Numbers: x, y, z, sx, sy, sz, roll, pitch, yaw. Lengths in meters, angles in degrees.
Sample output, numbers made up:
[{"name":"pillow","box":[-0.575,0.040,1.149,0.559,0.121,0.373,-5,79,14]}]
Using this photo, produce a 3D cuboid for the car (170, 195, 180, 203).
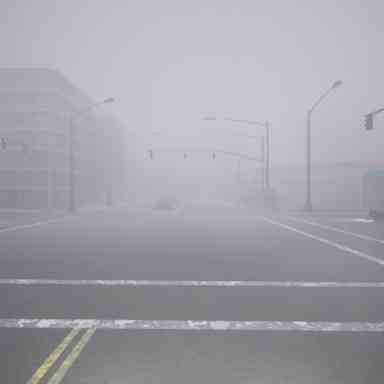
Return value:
[{"name":"car","box":[-3.496,1.493,69.284,1.837,1.490,4.892,0,0,0]}]

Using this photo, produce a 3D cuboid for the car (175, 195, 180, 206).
[{"name":"car","box":[-3.584,1.472,55.965,1.882,1.535,5.008,0,0,0]}]

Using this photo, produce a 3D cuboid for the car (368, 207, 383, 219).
[{"name":"car","box":[16.404,1.561,26.446,4.181,1.385,1.994,0,0,0]}]

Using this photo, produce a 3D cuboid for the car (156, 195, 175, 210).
[{"name":"car","box":[-3.597,1.473,43.472,1.882,1.535,5.008,0,0,0]}]
